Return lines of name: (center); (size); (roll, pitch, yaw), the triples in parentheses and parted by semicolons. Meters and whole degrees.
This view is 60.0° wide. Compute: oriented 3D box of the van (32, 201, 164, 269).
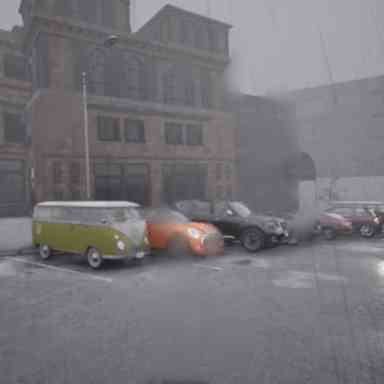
van: (-3.343, 1.286, 11.050); (4.442, 1.987, 1.878); (-1, -1, 34)

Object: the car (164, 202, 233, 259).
car: (-1.035, 1.420, 12.878); (4.553, 1.767, 2.185); (-1, -1, 34)

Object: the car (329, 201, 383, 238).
car: (8.735, 1.631, 19.825); (4.553, 1.767, 2.185); (0, -1, 34)

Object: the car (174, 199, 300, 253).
car: (1.451, 1.338, 14.598); (5.566, 2.045, 2.435); (-1, -2, 34)

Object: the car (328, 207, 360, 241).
car: (6.284, 1.734, 18.089); (4.674, 1.452, 2.002); (0, -1, 34)

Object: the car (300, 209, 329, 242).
car: (3.827, 1.668, 16.360); (4.792, 1.488, 2.163); (-1, -1, 34)
